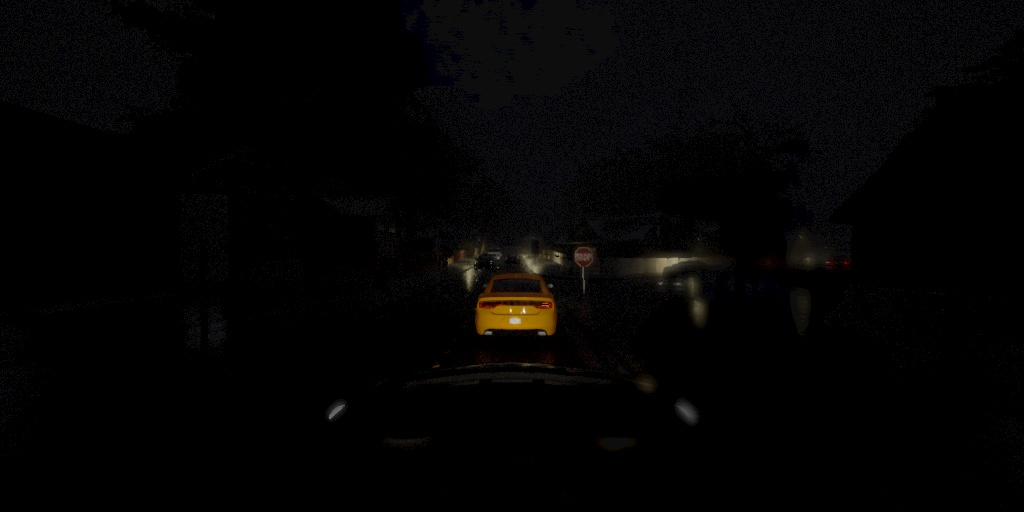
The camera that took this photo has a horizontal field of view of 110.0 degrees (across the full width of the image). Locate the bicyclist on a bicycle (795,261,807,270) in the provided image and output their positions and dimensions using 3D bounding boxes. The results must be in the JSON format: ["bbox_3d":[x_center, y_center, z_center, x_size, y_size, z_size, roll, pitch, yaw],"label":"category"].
[{"bbox_3d":[22.042,1.209,27.098,0.582,1.620,1.656,0,0,-32],"label":"bicyclist on a bicycle"}]

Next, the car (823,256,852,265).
[{"bbox_3d":[39.616,1.040,42.780,5.566,2.045,2.150,0,0,-37],"label":"car"}]

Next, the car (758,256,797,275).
[{"bbox_3d":[28.435,0.979,38.324,5.566,2.045,2.150,0,0,-34],"label":"car"}]

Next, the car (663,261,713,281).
[{"bbox_3d":[14.578,1.178,29.488,5.008,1.535,1.882,0,0,-31],"label":"car"}]

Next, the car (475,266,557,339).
[{"bbox_3d":[0.158,1.223,10.092,1.882,1.535,5.008,0,0,2],"label":"car"}]

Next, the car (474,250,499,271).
[{"bbox_3d":[-2.772,0.569,37.603,2.097,1.767,4.553,0,2,0],"label":"car"}]

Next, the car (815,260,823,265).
[{"bbox_3d":[42.743,1.351,48.691,4.902,1.511,2.128,0,0,-38],"label":"car"}]

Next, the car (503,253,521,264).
[{"bbox_3d":[0.196,0.356,49.367,1.994,1.385,4.181,0,2,0],"label":"car"}]

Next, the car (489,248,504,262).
[{"bbox_3d":[-2.730,-0.220,55.721,2.150,2.045,5.566,0,2,0],"label":"car"}]
